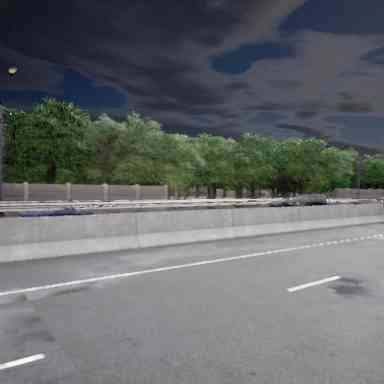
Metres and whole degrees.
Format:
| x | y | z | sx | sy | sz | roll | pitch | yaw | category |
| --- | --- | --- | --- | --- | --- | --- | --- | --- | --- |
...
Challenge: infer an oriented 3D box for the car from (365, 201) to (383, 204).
| x | y | z | sx | sy | sz | roll | pitch | yaw | category |
| --- | --- | --- | --- | --- | --- | --- | --- | --- | --- |
| 19.428 | 1.622 | 35.042 | 4.181 | 1.385 | 1.994 | 0 | 0 | -35 | car |

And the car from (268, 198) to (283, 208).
| x | y | z | sx | sy | sz | roll | pitch | yaw | category |
| --- | --- | --- | --- | --- | --- | --- | --- | --- | --- |
| 11.890 | 1.529 | 42.563 | 5.008 | 1.535 | 1.882 | 0 | 0 | -35 | car |

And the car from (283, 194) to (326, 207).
| x | y | z | sx | sy | sz | roll | pitch | yaw | category |
| --- | --- | --- | --- | --- | --- | --- | --- | --- | --- |
| 13.884 | 1.273 | 39.688 | 5.566 | 2.045 | 2.150 | 0 | 0 | -35 | car |

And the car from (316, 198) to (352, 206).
| x | y | z | sx | sy | sz | roll | pitch | yaw | category |
| --- | --- | --- | --- | --- | --- | --- | --- | --- | --- |
| 16.341 | 1.654 | 37.141 | 4.718 | 1.301 | 1.895 | 0 | 0 | -35 | car |

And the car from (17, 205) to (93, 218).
| x | y | z | sx | sy | sz | roll | pitch | yaw | category |
| --- | --- | --- | --- | --- | --- | --- | --- | --- | --- |
| -9.452 | 1.601 | 23.041 | 4.718 | 1.301 | 1.895 | 0 | 0 | -35 | car |
